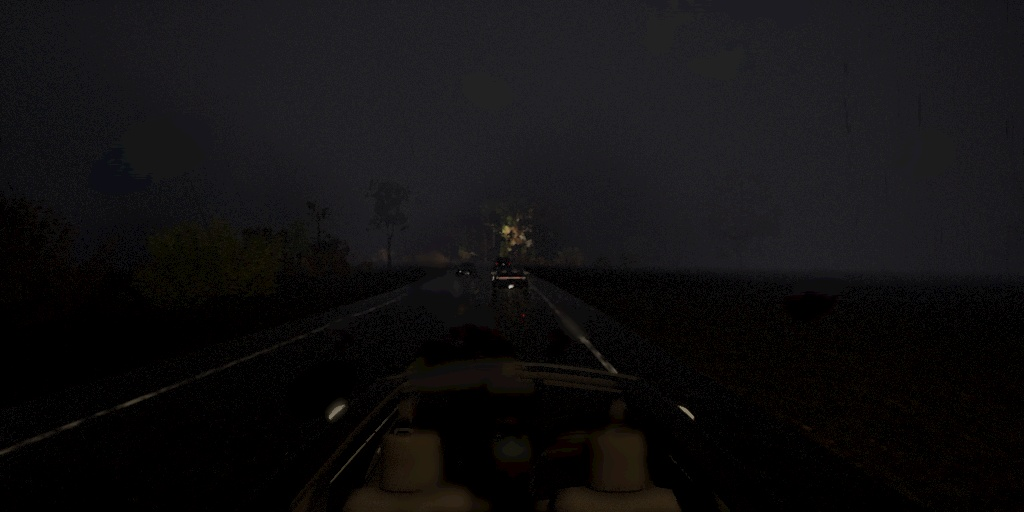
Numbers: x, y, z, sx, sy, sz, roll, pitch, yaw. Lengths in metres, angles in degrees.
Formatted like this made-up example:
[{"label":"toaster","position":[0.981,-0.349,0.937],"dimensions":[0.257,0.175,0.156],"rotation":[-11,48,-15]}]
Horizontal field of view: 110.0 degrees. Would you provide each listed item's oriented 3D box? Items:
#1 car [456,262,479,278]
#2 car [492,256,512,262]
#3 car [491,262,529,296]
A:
[{"label":"car","position":[-4.351,1.318,35.090],"dimensions":[1.837,1.490,4.892],"rotation":[0,0,-3]},{"label":"car","position":[-1.180,1.033,43.463],"dimensions":[2.150,2.045,5.566],"rotation":[0,0,-4]},{"label":"car","position":[-0.131,1.272,19.748],"dimensions":[2.128,1.511,4.902],"rotation":[0,0,-2]}]
